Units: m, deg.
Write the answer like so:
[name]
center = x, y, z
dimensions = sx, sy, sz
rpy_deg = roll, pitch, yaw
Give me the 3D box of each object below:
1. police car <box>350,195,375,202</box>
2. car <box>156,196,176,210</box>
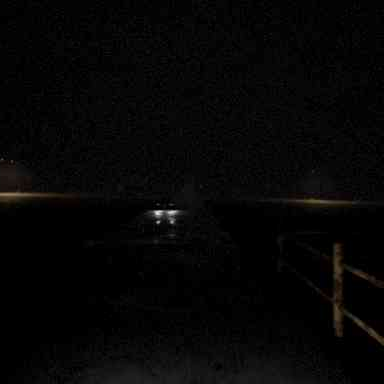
[police car]
center = 38.885, 1.472, 75.921
dimensions = 5.238, 1.638, 1.930
rpy_deg = 1, 1, 0
[car]
center = -2.895, 1.229, 37.408
dimensions = 1.837, 1.490, 4.892
rpy_deg = 0, 0, 0
